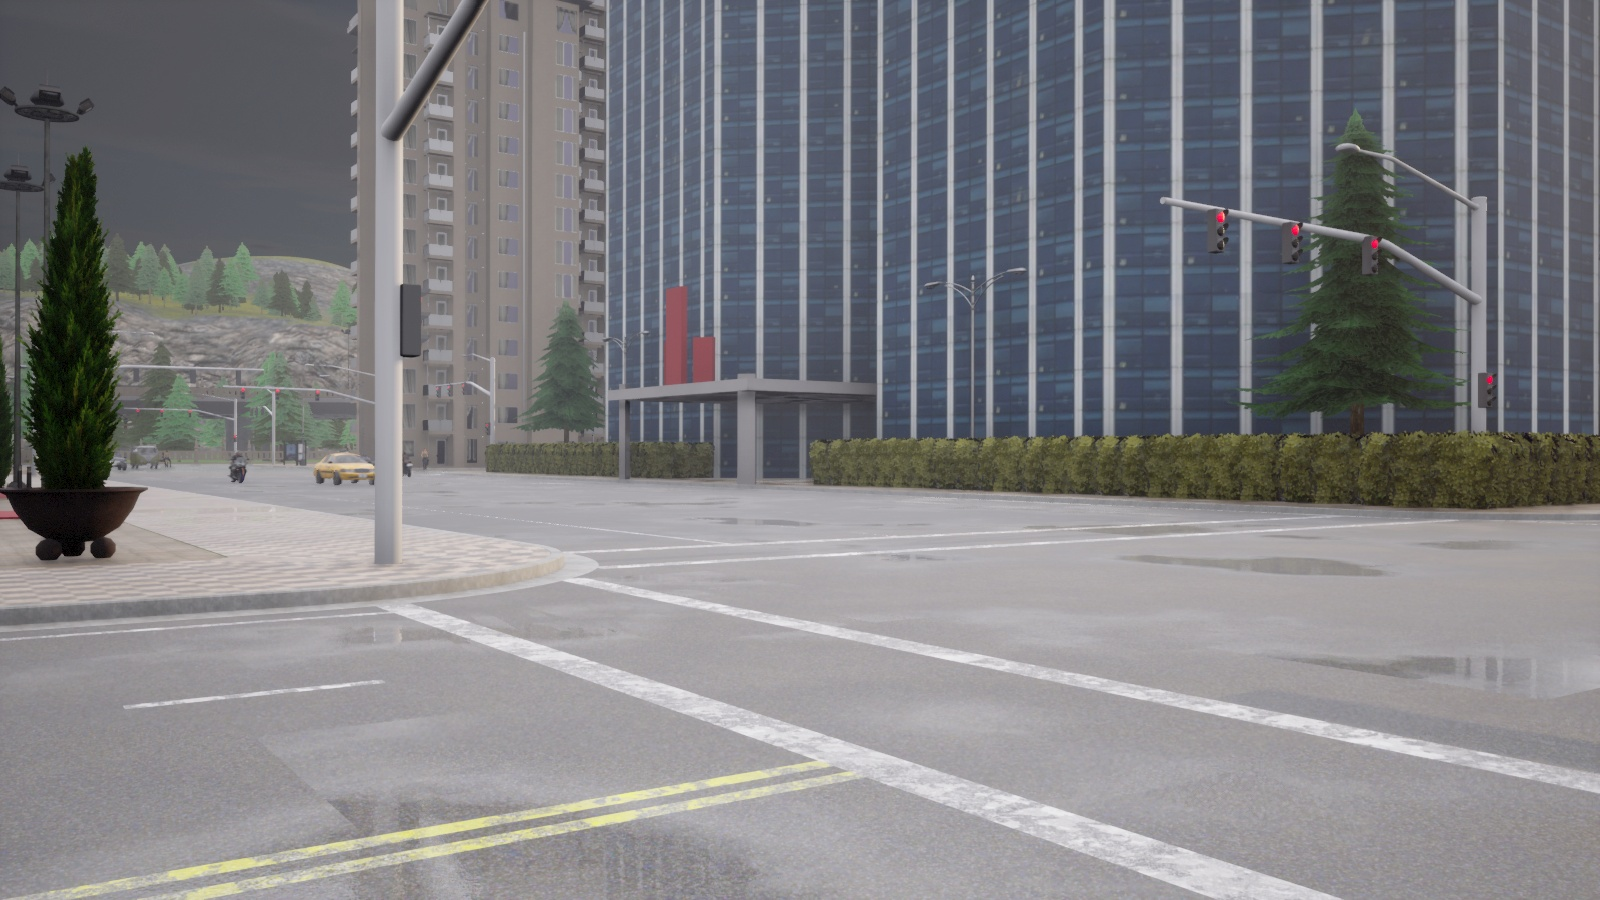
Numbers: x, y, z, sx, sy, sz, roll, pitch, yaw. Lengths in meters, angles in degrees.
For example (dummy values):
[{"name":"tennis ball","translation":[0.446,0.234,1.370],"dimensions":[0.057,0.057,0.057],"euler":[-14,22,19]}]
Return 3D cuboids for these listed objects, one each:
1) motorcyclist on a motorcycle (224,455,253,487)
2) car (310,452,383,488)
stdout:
[{"name":"motorcyclist on a motorcycle","translation":[-26.856,0.983,60.011],"dimensions":[0.866,1.530,2.191],"euler":[0,0,-35]},{"name":"car","translation":[-20.850,0.869,57.568],"dimensions":[1.801,1.575,5.366],"euler":[0,0,-35]}]
